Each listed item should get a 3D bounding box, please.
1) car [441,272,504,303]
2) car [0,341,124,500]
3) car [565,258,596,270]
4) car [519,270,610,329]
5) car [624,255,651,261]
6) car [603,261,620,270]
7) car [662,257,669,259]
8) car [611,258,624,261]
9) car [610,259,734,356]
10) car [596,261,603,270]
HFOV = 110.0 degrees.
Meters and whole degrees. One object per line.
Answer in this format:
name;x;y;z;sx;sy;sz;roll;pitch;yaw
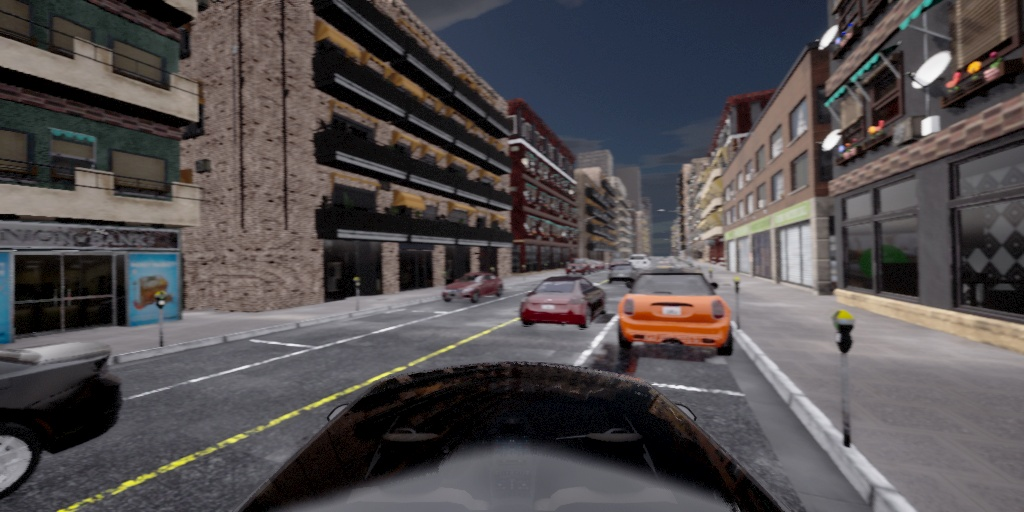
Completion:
car;-1.780;1.481;17.777;1.802;1.307;4.207;0;0;23
car;-5.832;1.371;1.996;1.882;1.535;5.008;-2;0;23
car;7.205;1.128;38.454;2.192;1.841;5.009;0;0;23
car;1.770;1.335;11.459;1.994;1.385;4.181;-2;0;23
car;14.863;0.870;41.833;2.150;2.045;5.566;-2;0;24
car;8.320;1.273;26.535;1.994;1.385;4.181;-2;0;23
car;14.955;1.130;35.267;1.751;1.417;4.829;0;0;23
car;13.843;1.057;47.056;2.097;1.767;4.553;-2;0;24
car;3.884;1.054;8.778;2.097;1.767;4.553;-2;0;23
car;9.451;1.232;43.623;1.967;1.591;4.097;0;0;23
